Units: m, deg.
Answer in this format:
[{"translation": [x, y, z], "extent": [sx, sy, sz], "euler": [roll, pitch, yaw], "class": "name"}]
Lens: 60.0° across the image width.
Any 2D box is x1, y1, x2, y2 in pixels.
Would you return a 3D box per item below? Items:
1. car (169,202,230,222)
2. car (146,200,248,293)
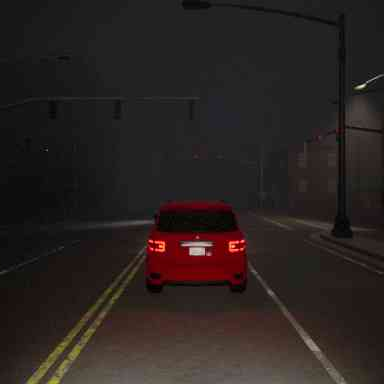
[{"translation": [0.668, 1.560, 26.704], "extent": [4.718, 1.301, 1.895], "euler": [0, 0, -34], "class": "car"}, {"translation": [0.093, 1.221, 9.010], "extent": [2.150, 2.045, 5.566], "euler": [0, 0, 0], "class": "car"}]
